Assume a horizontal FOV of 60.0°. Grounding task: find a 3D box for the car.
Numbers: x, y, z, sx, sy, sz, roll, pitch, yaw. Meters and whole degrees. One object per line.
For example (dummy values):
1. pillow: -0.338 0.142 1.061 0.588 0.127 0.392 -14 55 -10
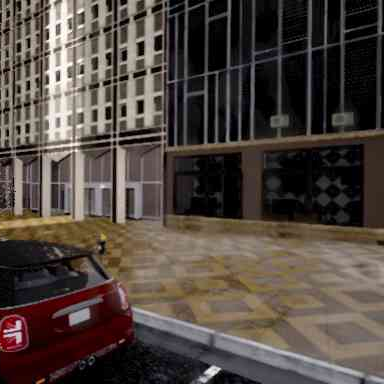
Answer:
1. car: -2.852 1.434 4.902 4.097 1.590 1.967 0 1 36
